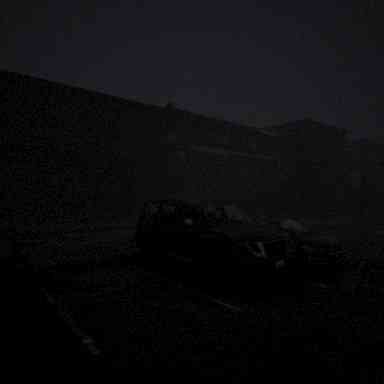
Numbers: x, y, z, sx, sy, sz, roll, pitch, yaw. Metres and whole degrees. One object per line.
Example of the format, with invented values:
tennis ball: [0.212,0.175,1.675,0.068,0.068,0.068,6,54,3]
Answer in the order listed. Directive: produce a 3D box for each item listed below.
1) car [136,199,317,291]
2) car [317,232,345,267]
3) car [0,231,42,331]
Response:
car: [0.345,1.240,9.598,2.435,2.045,5.566,0,0,-35]
car: [2.606,1.503,11.251,2.231,1.521,4.892,0,0,-35]
car: [-4.232,1.481,6.364,2.231,1.521,4.892,0,0,-35]
